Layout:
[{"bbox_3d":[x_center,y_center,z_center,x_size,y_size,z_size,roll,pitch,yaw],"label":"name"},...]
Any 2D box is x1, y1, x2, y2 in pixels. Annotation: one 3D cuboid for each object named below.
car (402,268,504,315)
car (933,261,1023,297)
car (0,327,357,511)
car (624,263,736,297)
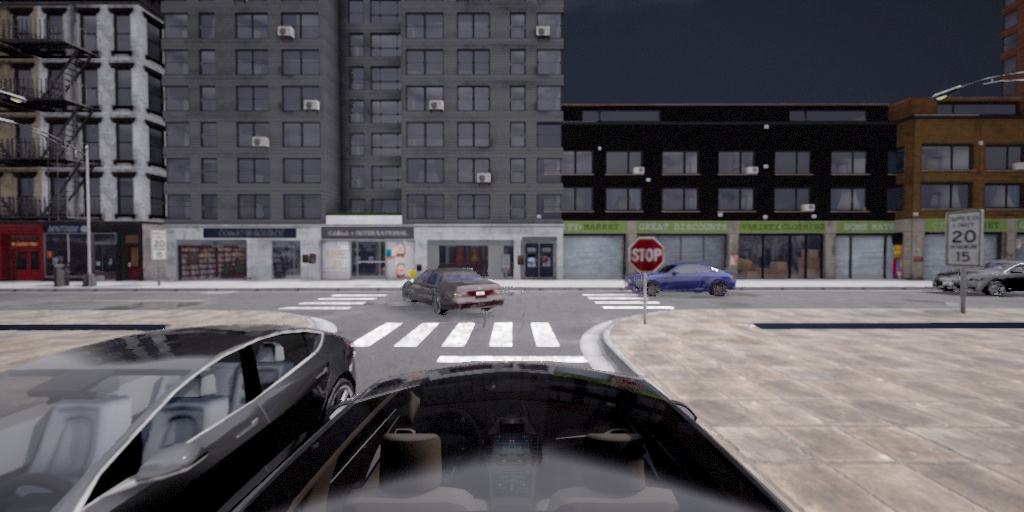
[{"bbox_3d":[-2.316,1.122,12.774,2.033,1.411,5.357,-1,1,-33],"label":"car"},{"bbox_3d":[21.904,0.955,16.005,4.902,1.511,2.128,0,1,0],"label":"car"},{"bbox_3d":[-2.637,1.303,2.498,1.948,1.339,4.313,0,0,0],"label":"car"},{"bbox_3d":[7.434,1.018,16.018,4.674,1.442,1.812,0,1,0],"label":"car"}]
